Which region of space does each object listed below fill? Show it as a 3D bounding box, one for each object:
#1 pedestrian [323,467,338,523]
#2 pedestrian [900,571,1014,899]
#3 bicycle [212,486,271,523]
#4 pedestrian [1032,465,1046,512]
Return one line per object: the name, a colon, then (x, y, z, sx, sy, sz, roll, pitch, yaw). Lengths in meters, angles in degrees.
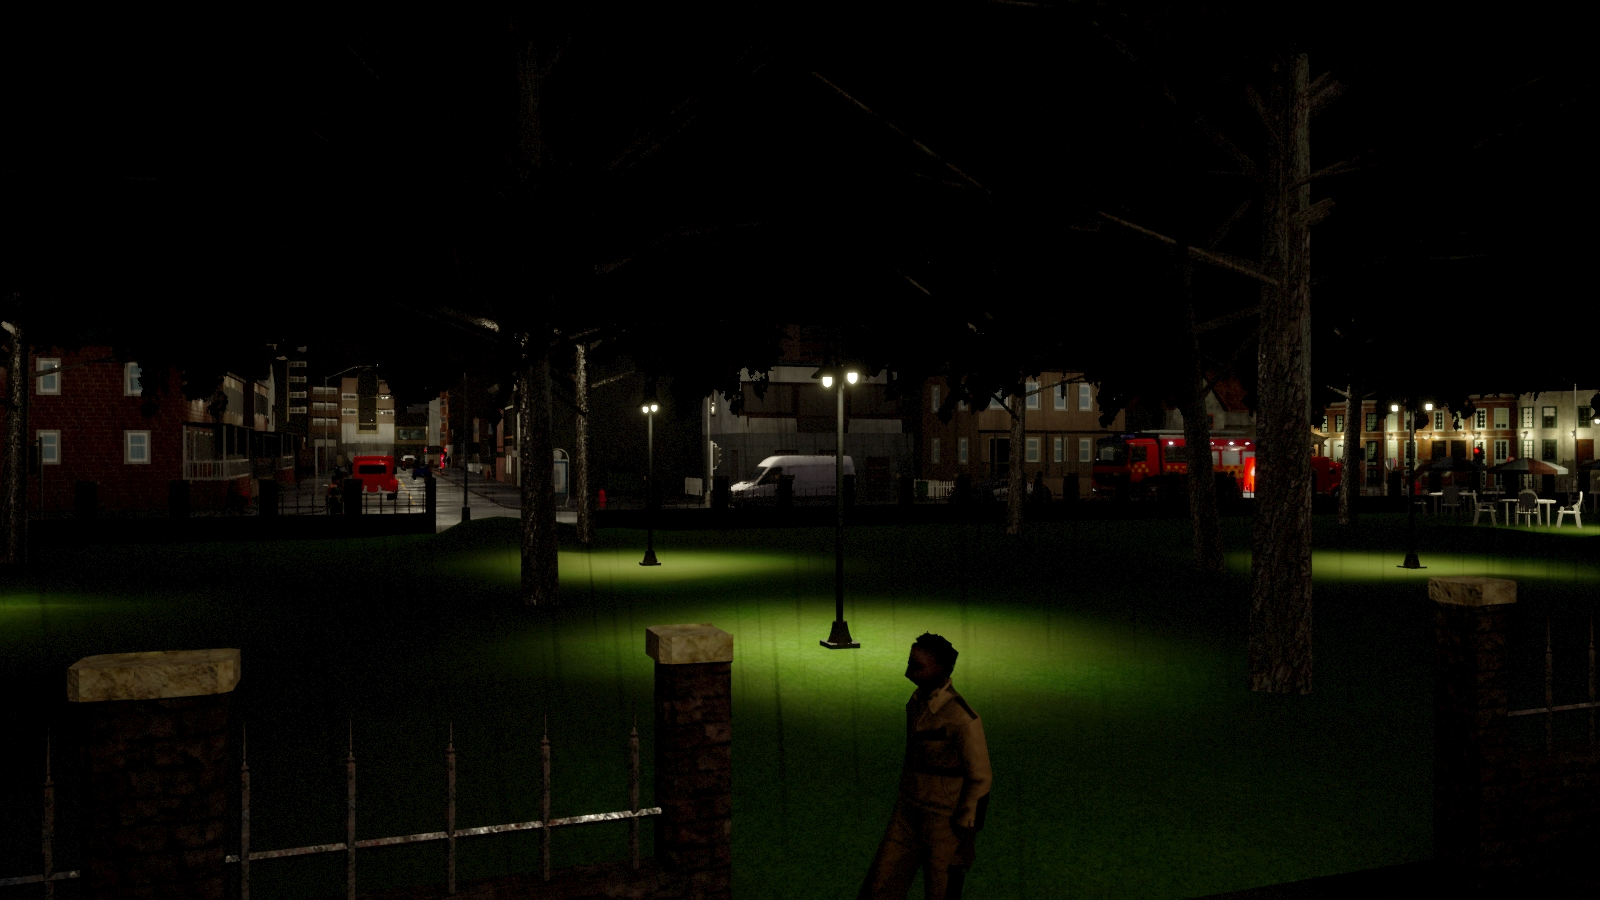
pedestrian: (-15.952, 1.525, 38.841, 0.375, 1.860, 0.375, 0, 0, -3)
pedestrian: (0.734, 1.525, 5.359, 0.375, 1.860, 0.375, 0, 0, -36)
bicycle: (-19.811, 1.940, 40.544, 1.835, 1.271, 0.329, 0, 0, -20)
pedestrian: (9.538, 1.525, 45.608, 0.375, 1.860, 0.375, 0, 0, -21)
